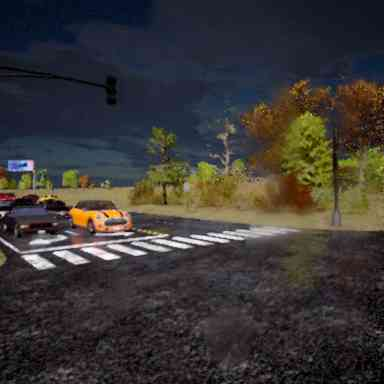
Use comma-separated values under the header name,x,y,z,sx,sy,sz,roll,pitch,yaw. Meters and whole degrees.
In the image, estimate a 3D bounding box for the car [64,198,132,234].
name,x,y,z,sx,sy,sz,roll,pitch,yaw
car,-5.155,1.232,18.475,2.097,1.767,4.553,-1,1,-38

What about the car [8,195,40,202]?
name,x,y,z,sx,sy,sz,roll,pitch,yaw
car,-16.803,1.336,33.401,1.812,1.442,4.674,-1,1,-38

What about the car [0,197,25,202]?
name,x,y,z,sx,sy,sz,roll,pitch,yaw
car,-14.702,1.379,25.429,2.128,1.511,4.902,-1,1,-38

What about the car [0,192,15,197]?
name,x,y,z,sx,sy,sz,roll,pitch,yaw
car,-23.341,0.992,41.837,2.150,2.045,5.566,-1,1,-37

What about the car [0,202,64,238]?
name,x,y,z,sx,sy,sz,roll,pitch,yaw
car,-8.710,1.471,17.752,2.033,1.411,5.357,-1,1,-38

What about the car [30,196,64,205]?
name,x,y,z,sx,sy,sz,roll,pitch,yaw
car,-10.718,1.351,25.605,1.837,1.490,4.892,-1,1,-38
